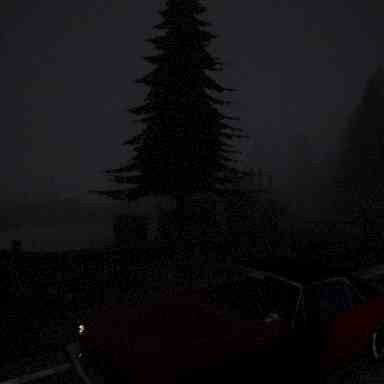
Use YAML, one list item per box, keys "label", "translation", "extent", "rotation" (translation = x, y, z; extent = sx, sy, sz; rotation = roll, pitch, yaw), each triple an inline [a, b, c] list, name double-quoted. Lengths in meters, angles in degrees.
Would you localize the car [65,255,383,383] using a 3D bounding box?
- label: "car"
  translation: [0.937, 1.626, 4.365]
  extent: [4.718, 1.301, 1.895]
  rotation: [0, 0, -36]
